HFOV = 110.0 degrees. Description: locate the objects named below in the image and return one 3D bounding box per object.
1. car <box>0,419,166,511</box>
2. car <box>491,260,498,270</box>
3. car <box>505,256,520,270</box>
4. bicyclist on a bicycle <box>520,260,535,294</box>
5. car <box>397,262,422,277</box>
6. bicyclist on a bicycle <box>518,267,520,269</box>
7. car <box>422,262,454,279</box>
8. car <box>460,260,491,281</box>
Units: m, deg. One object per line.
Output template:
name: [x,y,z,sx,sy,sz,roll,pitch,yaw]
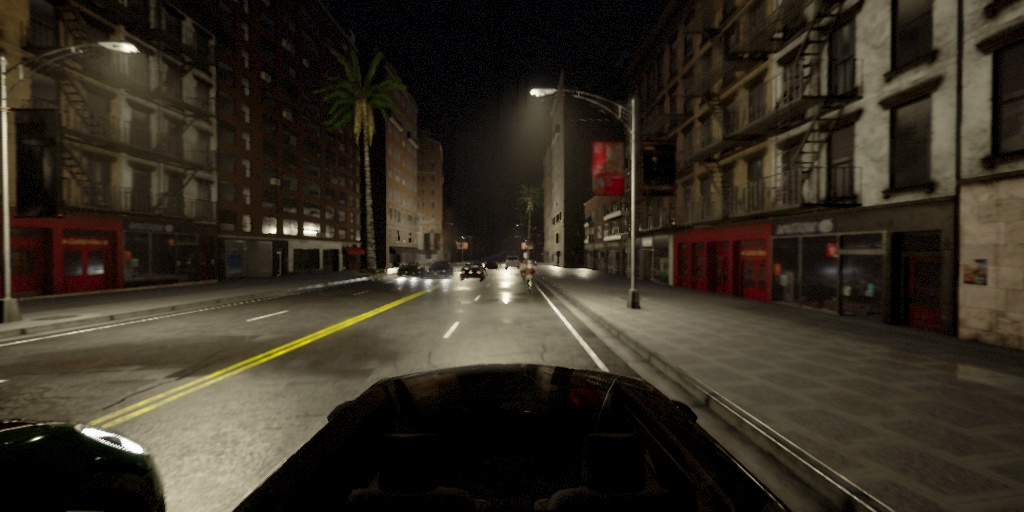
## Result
car: [-3.150,1.103,0.254,2.097,1.767,4.553,0,0,0]
car: [-3.153,1.345,54.203,1.994,1.385,4.181,0,0,0]
car: [0.079,1.002,54.481,2.150,2.045,5.566,0,0,0]
bicyclist on a bicycle: [0.893,1.109,18.307,0.659,1.776,1.843,0,0,0]
car: [-9.842,1.310,35.357,1.994,1.385,4.181,0,0,0]
bicyclist on a bicycle: [0.911,1.176,27.689,0.866,1.612,1.509,0,0,0]
car: [-6.595,1.269,33.165,1.812,1.442,4.674,0,0,0]
car: [-3.151,1.288,29.926,2.033,1.411,5.357,0,0,0]
